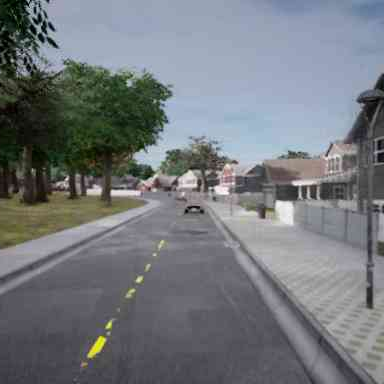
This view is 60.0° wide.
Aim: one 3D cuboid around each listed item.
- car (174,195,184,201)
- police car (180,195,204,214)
[{"bbox_3d":[-2.285,1.216,66.342,1.895,1.301,4.718,0,0,-13],"label":"car"},{"bbox_3d":[0.209,1.424,32.920,2.038,1.542,4.974,0,1,0],"label":"police car"}]
